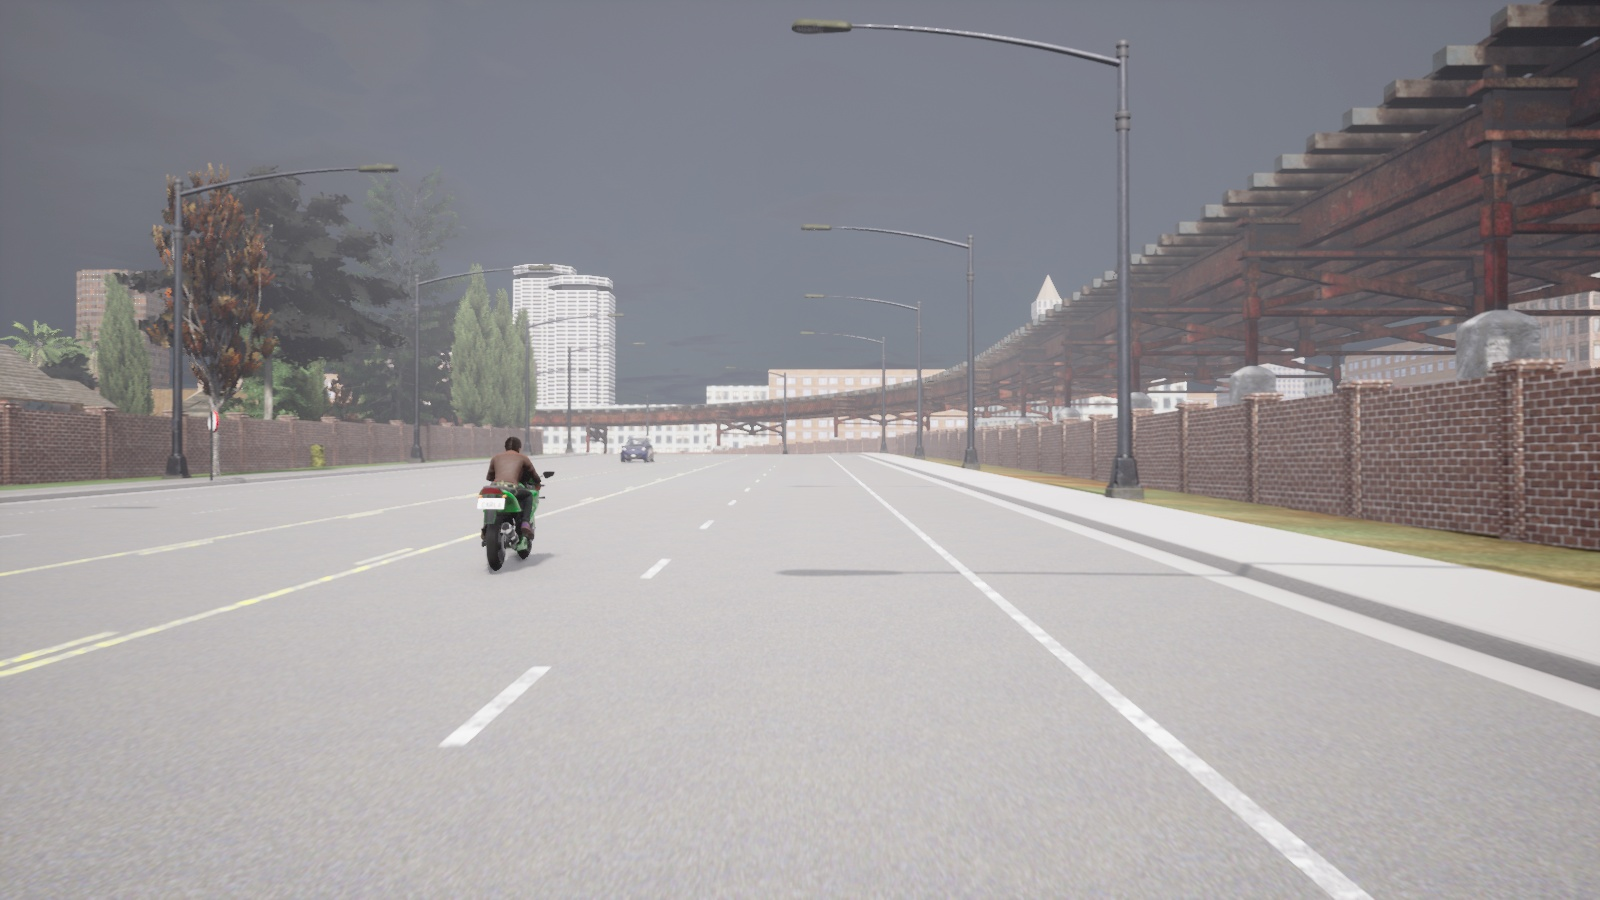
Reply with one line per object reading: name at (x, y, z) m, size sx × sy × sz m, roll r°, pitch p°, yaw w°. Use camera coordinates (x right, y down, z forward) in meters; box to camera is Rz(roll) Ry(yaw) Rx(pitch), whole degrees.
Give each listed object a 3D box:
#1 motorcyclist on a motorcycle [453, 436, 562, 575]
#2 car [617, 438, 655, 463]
motorcyclist on a motorcycle at (-3.398, 0.597, 14.791) m, size 0.797 × 1.523 × 2.044 m, roll 0°, pitch 1°, yaw 0°
car at (-10.031, 0.032, 77.078) m, size 1.845 × 1.501 × 3.633 m, roll 0°, pitch 1°, yaw 0°
